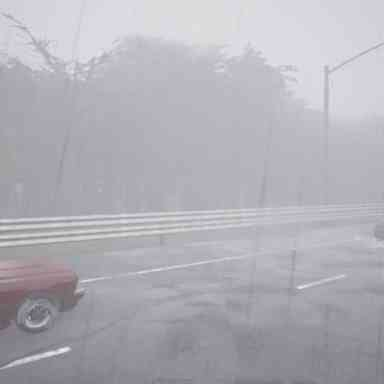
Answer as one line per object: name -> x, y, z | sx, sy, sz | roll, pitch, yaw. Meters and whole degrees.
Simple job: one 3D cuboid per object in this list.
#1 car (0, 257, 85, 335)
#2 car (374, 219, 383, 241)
car -> -4.186, 1.592, 5.056 | 4.718, 1.301, 1.895 | 0, 1, -36
car -> 10.246, 1.535, 15.359 | 4.181, 1.385, 1.994 | 0, 0, -36
